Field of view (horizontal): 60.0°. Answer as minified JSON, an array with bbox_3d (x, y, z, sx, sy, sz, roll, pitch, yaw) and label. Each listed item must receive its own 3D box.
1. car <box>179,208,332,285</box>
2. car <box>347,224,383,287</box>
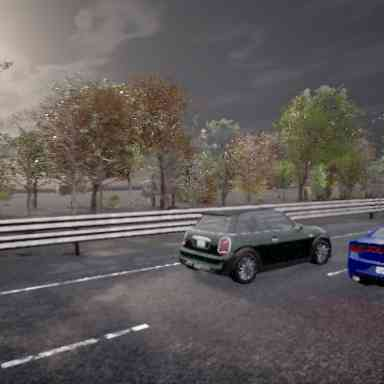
[{"bbox_3d":[1.943,1.240,9.423,4.553,1.767,2.097,-1,1,-36],"label":"car"},{"bbox_3d":[5.659,1.331,7.783,5.008,1.535,1.882,-1,0,-36],"label":"car"}]
